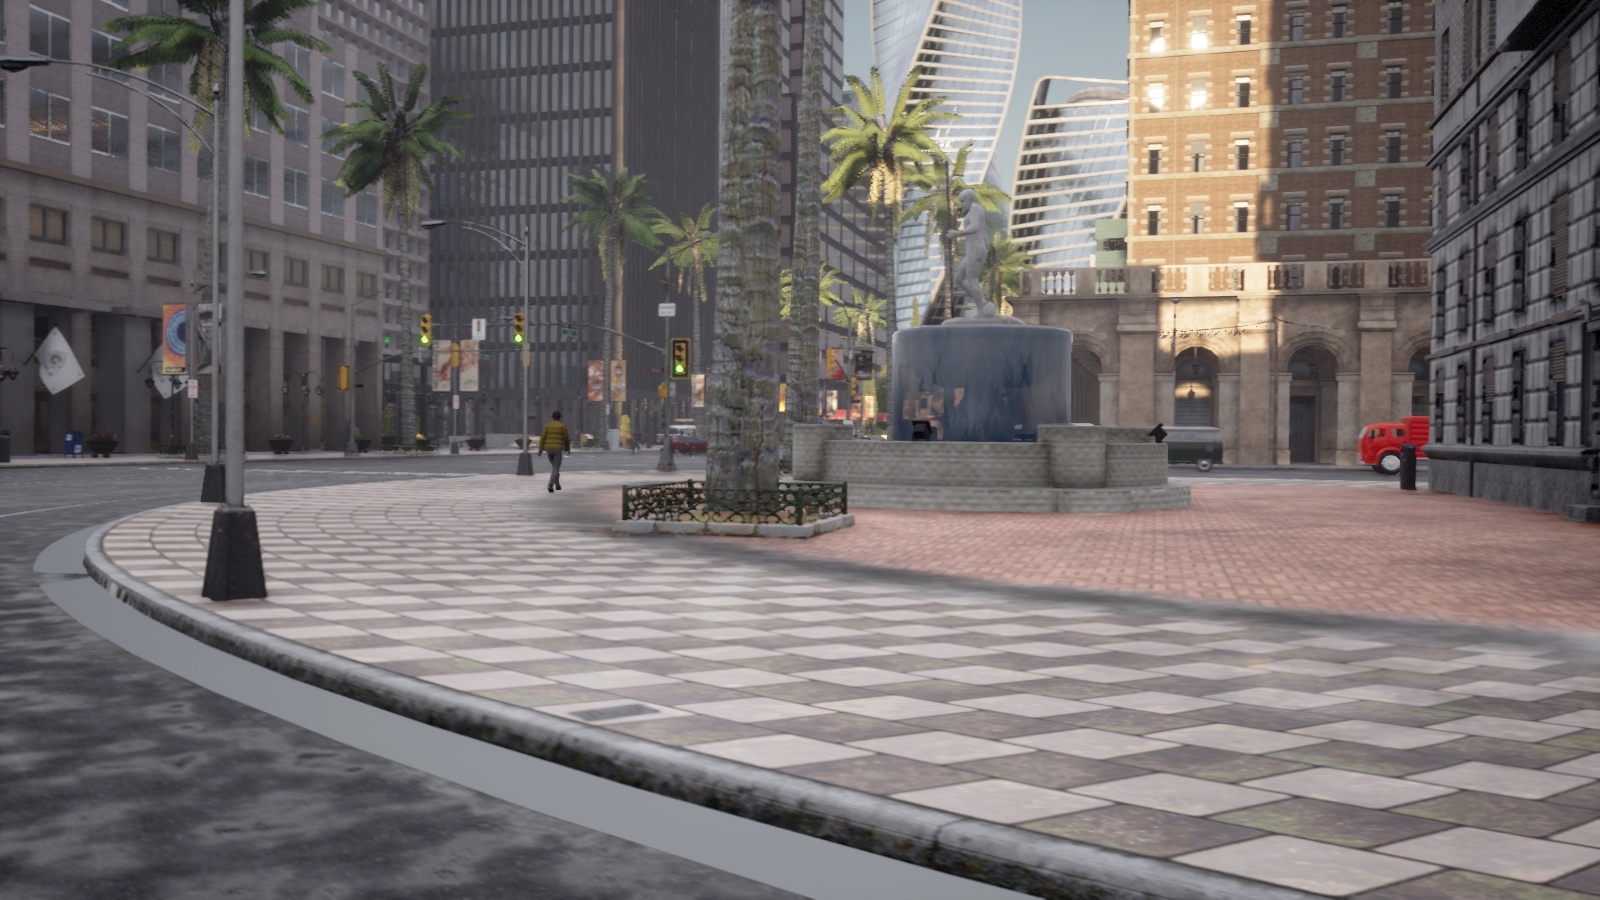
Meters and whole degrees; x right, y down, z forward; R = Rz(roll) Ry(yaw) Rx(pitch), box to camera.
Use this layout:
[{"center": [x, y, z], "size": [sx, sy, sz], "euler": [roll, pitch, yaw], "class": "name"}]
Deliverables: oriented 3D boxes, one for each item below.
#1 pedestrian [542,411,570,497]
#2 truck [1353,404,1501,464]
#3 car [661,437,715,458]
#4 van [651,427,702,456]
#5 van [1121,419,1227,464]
[{"center": [-5.285, 0.084, 27.237], "size": [0.370, 1.835, 0.726], "euler": [0, 1, 8], "class": "pedestrian"}, {"center": [26.390, -0.659, 53.116], "size": [5.204, 2.467, 2.627], "euler": [0, 1, 16], "class": "truck"}, {"center": [-7.343, -0.166, 82.804], "size": [1.895, 1.301, 4.718], "euler": [0, 1, 16], "class": "car"}, {"center": [-8.825, -0.624, 90.126], "size": [2.069, 2.038, 4.480], "euler": [0, 1, 16], "class": "van"}, {"center": [16.628, -0.373, 55.938], "size": [4.442, 1.987, 1.775], "euler": [0, 1, 17], "class": "van"}]
